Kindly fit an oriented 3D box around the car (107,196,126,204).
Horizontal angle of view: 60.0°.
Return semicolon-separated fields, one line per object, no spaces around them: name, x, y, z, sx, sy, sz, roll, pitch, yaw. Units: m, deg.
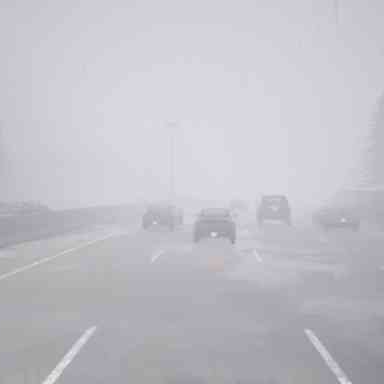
car;-13.482;1.463;60.121;1.994;1.385;4.181;0;0;20

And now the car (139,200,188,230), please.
car;-1.735;1.477;20.945;1.837;1.490;4.892;0;0;8

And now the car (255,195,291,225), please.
car;5.819;1.209;24.109;2.150;2.045;5.566;0;0;10

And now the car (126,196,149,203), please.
car;-9.564;1.434;60.580;1.812;1.442;4.674;0;0;21

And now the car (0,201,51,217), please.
car;-12.104;1.435;23.834;2.128;1.511;4.902;0;0;9

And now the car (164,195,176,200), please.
car;-3.866;1.419;65.325;1.837;1.490;4.892;0;0;23

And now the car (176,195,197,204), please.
car;-0.637;1.430;63.966;1.837;1.490;4.892;0;0;23

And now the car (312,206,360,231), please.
car;8.852;1.563;20.804;1.994;1.385;4.181;0;0;8

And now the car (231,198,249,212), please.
car;5.602;1.475;38.997;1.837;1.490;4.892;0;0;15

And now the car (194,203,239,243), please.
car;1.167;1.490;16.148;1.837;1.490;4.892;0;0;6
